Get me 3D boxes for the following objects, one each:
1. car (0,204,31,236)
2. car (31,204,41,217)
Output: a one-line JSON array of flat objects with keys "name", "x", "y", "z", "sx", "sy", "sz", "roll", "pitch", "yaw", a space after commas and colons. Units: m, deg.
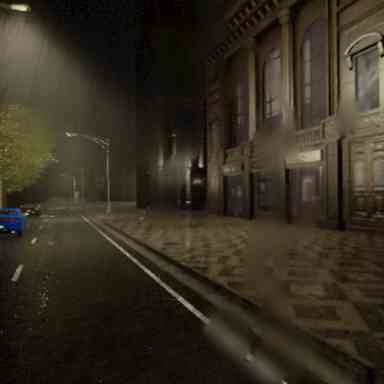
[{"name": "car", "x": -10.870, "y": 1.701, "z": 19.615, "sx": 1.882, "sy": 1.535, "sz": 5.008, "roll": -1, "pitch": 0, "yaw": -22}, {"name": "car", "x": -17.590, "y": 1.956, "z": 36.213, "sx": 1.994, "sy": 1.385, "sz": 4.181, "roll": -1, "pitch": 0, "yaw": -22}]
